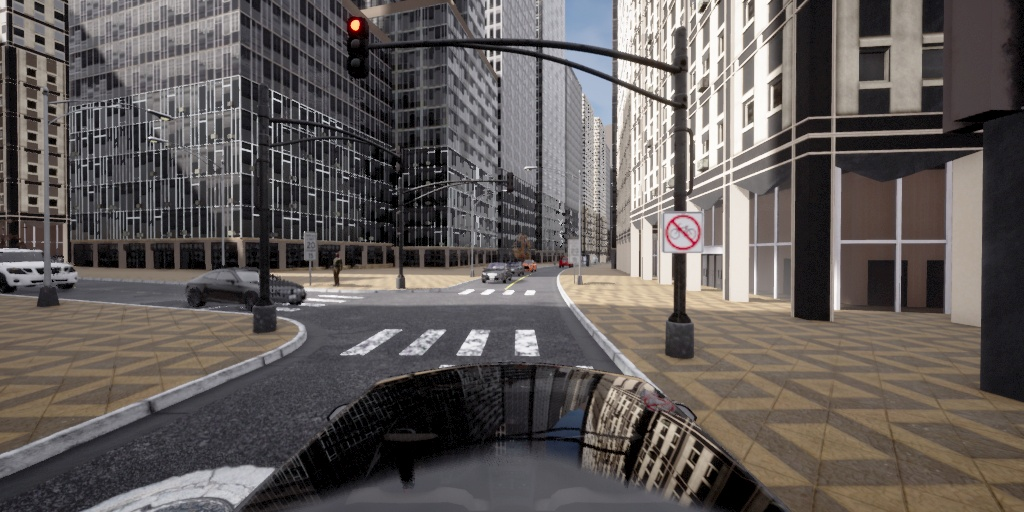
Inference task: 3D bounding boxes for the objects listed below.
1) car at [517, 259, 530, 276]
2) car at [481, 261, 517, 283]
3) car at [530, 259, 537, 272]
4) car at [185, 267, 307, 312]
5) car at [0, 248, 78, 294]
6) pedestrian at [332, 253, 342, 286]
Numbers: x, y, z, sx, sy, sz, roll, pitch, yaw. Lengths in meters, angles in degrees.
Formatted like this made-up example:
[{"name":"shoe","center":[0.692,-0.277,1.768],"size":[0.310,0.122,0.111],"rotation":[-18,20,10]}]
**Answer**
[{"name":"car","center":[0.230,1.311,37.675],"size":[2.128,1.511,4.902],"rotation":[0,0,9]},{"name":"car","center":[-1.116,1.276,28.193],"size":[2.128,1.511,4.902],"rotation":[0,0,7]},{"name":"car","center":[2.010,1.220,47.454],"size":[2.097,1.767,4.553],"rotation":[0,0,12]},{"name":"car","center":[-10.022,1.169,13.465],"size":[4.674,1.442,1.812],"rotation":[1,1,18]},{"name":"car","center":[-24.486,0.657,17.739],"size":[5.566,2.045,2.150],"rotation":[1,1,16]},{"name":"pedestrian","center":[-9.523,0.716,19.461],"size":[0.375,1.860,0.375],"rotation":[0,0,16]}]
